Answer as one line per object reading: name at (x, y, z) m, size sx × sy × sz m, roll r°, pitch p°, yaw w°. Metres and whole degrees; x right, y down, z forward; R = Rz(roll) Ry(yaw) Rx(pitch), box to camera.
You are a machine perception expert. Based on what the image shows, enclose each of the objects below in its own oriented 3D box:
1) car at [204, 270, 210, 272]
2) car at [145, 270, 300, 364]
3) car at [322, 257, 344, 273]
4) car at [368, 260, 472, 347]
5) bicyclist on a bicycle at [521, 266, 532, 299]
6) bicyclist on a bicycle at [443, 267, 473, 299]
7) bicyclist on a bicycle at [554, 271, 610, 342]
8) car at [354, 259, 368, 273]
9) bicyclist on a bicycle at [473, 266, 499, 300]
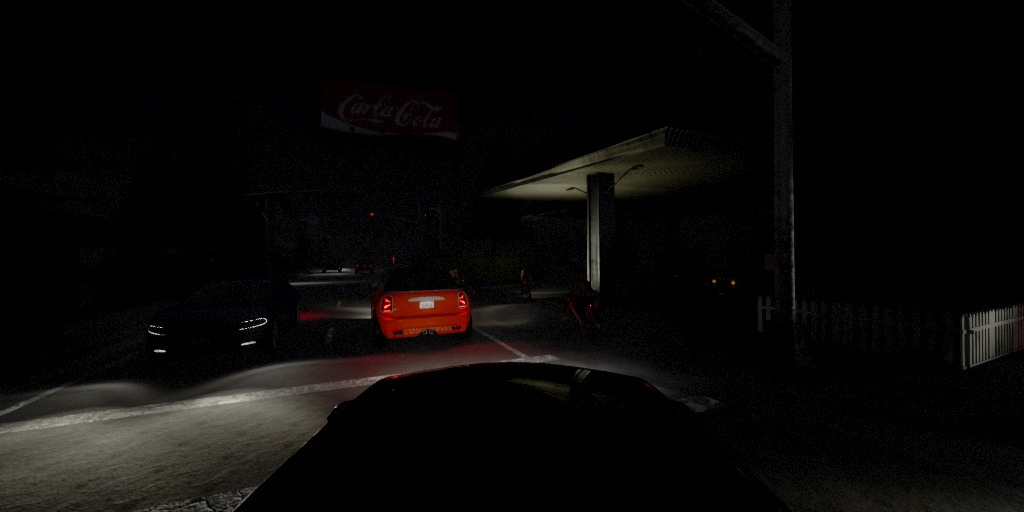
car at (-21.794, 1.664, 26.427) m, size 4.718 × 1.301 × 1.895 m, roll -1°, pitch 0°, yaw -26°
car at (-6.294, 1.204, 8.383) m, size 1.882 × 1.535 × 5.008 m, roll 0°, pitch 0°, yaw -24°
car at (-23.929, 1.146, 47.732) m, size 2.150 × 2.045 × 5.566 m, roll 0°, pitch 0°, yaw -25°
car at (-2.586, 1.048, 9.470) m, size 2.097 × 1.767 × 4.553 m, roll 0°, pitch 0°, yaw -22°
bicyclist on a bicycle at (0.709, 1.322, 17.910) m, size 0.582 × 1.620 × 1.656 m, roll -1°, pitch 0°, yaw 16°
bicyclist on a bicycle at (-2.701, 1.304, 16.397) m, size 1.656 × 1.620 × 0.582 m, roll 1°, pitch 0°, yaw 37°
bicyclist on a bicycle at (1.666, 1.196, 8.705) m, size 0.582 × 1.620 × 1.656 m, roll 3°, pitch -2°, yaw -43°
car at (-19.051, 1.233, 45.997) m, size 2.097 × 1.767 × 4.553 m, roll 0°, pitch 0°, yaw -24°
bicyclist on a bicycle at (-1.400, 1.331, 17.785) m, size 1.656 × 1.620 × 0.582 m, roll 0°, pitch 0°, yaw -21°
